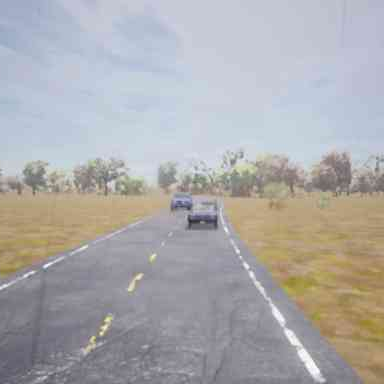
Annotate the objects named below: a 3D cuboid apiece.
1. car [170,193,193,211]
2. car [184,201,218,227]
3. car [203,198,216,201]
[{"bbox_3d":[-1.159,1.095,38.825,2.150,2.045,5.566,0,0,5],"label":"car"},{"bbox_3d":[0.756,1.533,22.195,1.895,1.301,4.718,0,0,3],"label":"car"},{"bbox_3d":[2.110,1.424,40.207,2.033,1.411,5.357,0,0,5],"label":"car"}]
